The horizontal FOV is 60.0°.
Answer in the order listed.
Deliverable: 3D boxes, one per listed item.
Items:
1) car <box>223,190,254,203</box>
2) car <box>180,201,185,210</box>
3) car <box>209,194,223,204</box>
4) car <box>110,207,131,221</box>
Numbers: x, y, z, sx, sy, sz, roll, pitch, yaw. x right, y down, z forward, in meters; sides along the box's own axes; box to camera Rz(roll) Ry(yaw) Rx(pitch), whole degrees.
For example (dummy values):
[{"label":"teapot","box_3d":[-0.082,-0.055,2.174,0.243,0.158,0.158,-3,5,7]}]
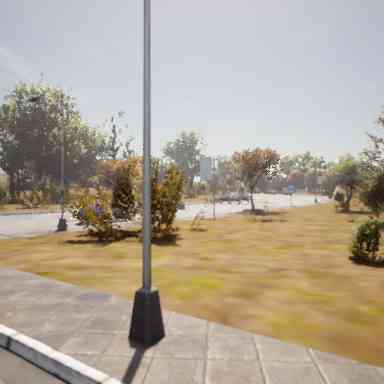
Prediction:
[{"label":"car","box_3d":[7.553,0.791,53.408,2.097,1.767,4.553,0,1,37]},{"label":"car","box_3d":[-2.765,1.513,40.627,1.994,1.385,4.181,0,0,39]},{"label":"car","box_3d":[4.748,1.050,55.503,2.128,1.511,4.902,0,1,37]},{"label":"car","box_3d":[-6.296,1.527,24.933,1.812,1.442,4.674,0,0,39]}]
